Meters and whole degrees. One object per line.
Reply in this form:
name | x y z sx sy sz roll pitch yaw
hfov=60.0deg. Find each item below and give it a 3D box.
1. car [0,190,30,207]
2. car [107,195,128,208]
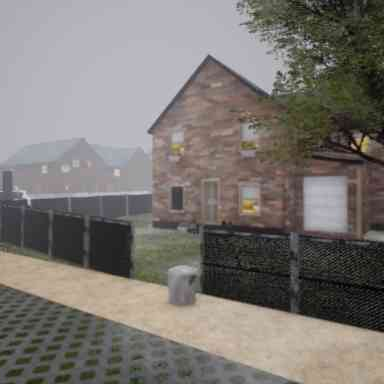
car | -14.138 0.921 23.253 2.150 2.045 5.566 0 1 33
car | -7.892 0.993 32.702 1.994 1.385 4.181 0 1 33
